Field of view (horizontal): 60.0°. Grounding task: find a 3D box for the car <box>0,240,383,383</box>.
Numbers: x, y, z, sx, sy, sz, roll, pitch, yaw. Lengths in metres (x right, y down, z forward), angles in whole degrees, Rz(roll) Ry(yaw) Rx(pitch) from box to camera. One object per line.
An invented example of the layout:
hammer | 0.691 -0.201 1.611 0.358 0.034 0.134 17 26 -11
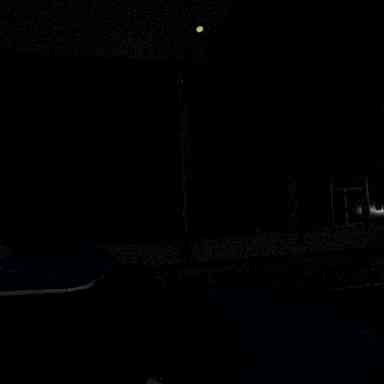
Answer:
car | -1.163 1.359 2.083 5.566 2.045 2.150 -2 -3 -14
